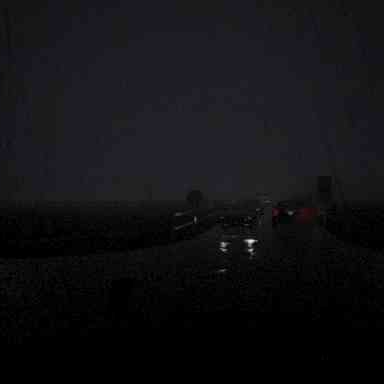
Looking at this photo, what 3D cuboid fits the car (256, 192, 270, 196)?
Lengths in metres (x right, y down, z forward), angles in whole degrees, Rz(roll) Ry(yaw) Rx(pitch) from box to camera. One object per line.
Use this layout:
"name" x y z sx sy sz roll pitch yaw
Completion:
"car" 10.460 0.971 49.890 2.150 2.045 5.566 -1 0 15

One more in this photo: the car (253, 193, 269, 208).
"car" 7.942 1.298 39.991 1.882 1.535 5.008 -1 0 14

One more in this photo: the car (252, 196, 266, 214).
"car" 5.568 1.388 30.596 1.837 1.490 4.892 -1 0 14

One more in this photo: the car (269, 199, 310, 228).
"car" 6.147 1.227 20.973 2.097 1.767 4.553 -1 0 15

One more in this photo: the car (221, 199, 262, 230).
"car" 3.063 1.420 20.897 1.882 1.535 5.008 -1 0 16
